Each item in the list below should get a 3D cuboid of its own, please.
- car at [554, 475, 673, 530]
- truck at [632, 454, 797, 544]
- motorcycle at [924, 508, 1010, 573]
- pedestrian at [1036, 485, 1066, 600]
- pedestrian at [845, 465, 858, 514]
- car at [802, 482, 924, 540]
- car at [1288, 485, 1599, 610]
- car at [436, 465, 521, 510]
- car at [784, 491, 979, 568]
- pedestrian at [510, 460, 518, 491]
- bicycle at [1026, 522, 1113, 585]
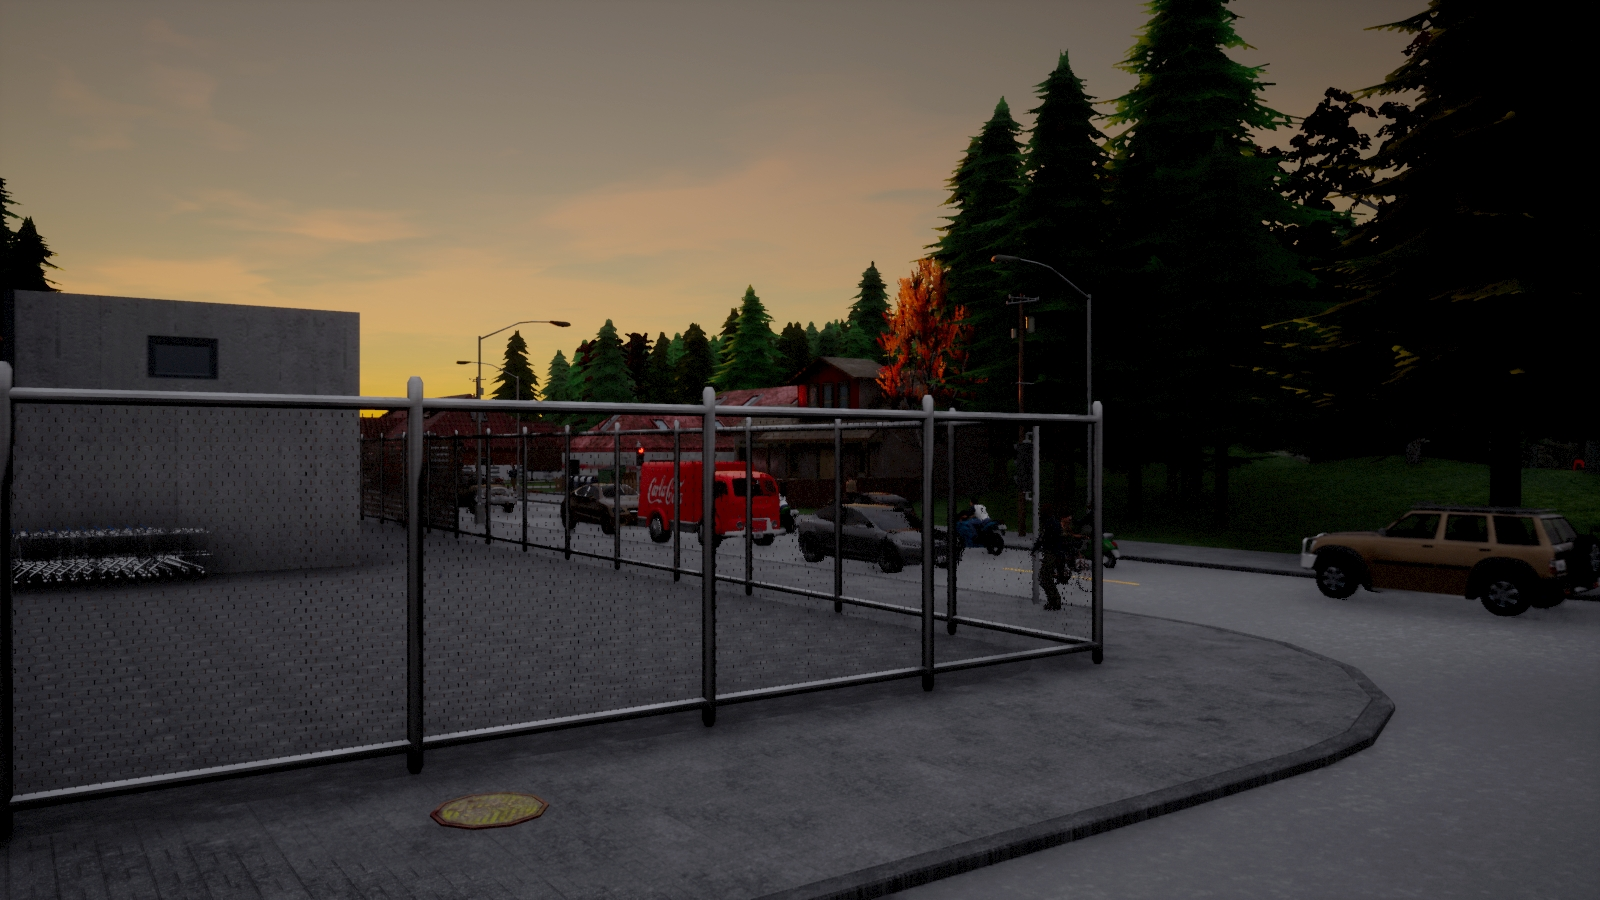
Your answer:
[{"bbox_3d":[-6.576,1.769,39.829,2.152,1.651,5.027,0,0,-35],"label":"car"},{"bbox_3d":[-2.650,1.346,34.153,2.627,2.467,5.204,0,0,-35],"label":"truck"},{"bbox_3d":[3.658,1.958,25.128,0.856,1.236,1.805,0,1,-35],"label":"motorcycle"},{"bbox_3d":[4.154,1.515,18.889,0.375,1.860,0.375,0,0,-9],"label":"pedestrian"},{"bbox_3d":[1.975,1.521,43.839,0.375,1.860,0.375,0,0,-34],"label":"pedestrian"},{"bbox_3d":[1.867,1.802,34.631,1.789,1.549,3.705,0,0,-35],"label":"car"},{"bbox_3d":[11.545,1.640,20.717,1.932,1.855,4.605,0,0,-39],"label":"car"},{"bbox_3d":[-14.394,1.641,51.045,1.932,1.855,4.605,0,0,-40],"label":"car"},{"bbox_3d":[1.861,1.840,27.690,2.163,1.488,4.792,0,0,-35],"label":"car"},{"bbox_3d":[-17.324,1.519,69.145,0.375,1.860,0.375,0,0,-1],"label":"pedestrian"},{"bbox_3d":[5.340,2.033,22.704,0.859,1.080,1.487,0,0,-35],"label":"bicycle"}]
